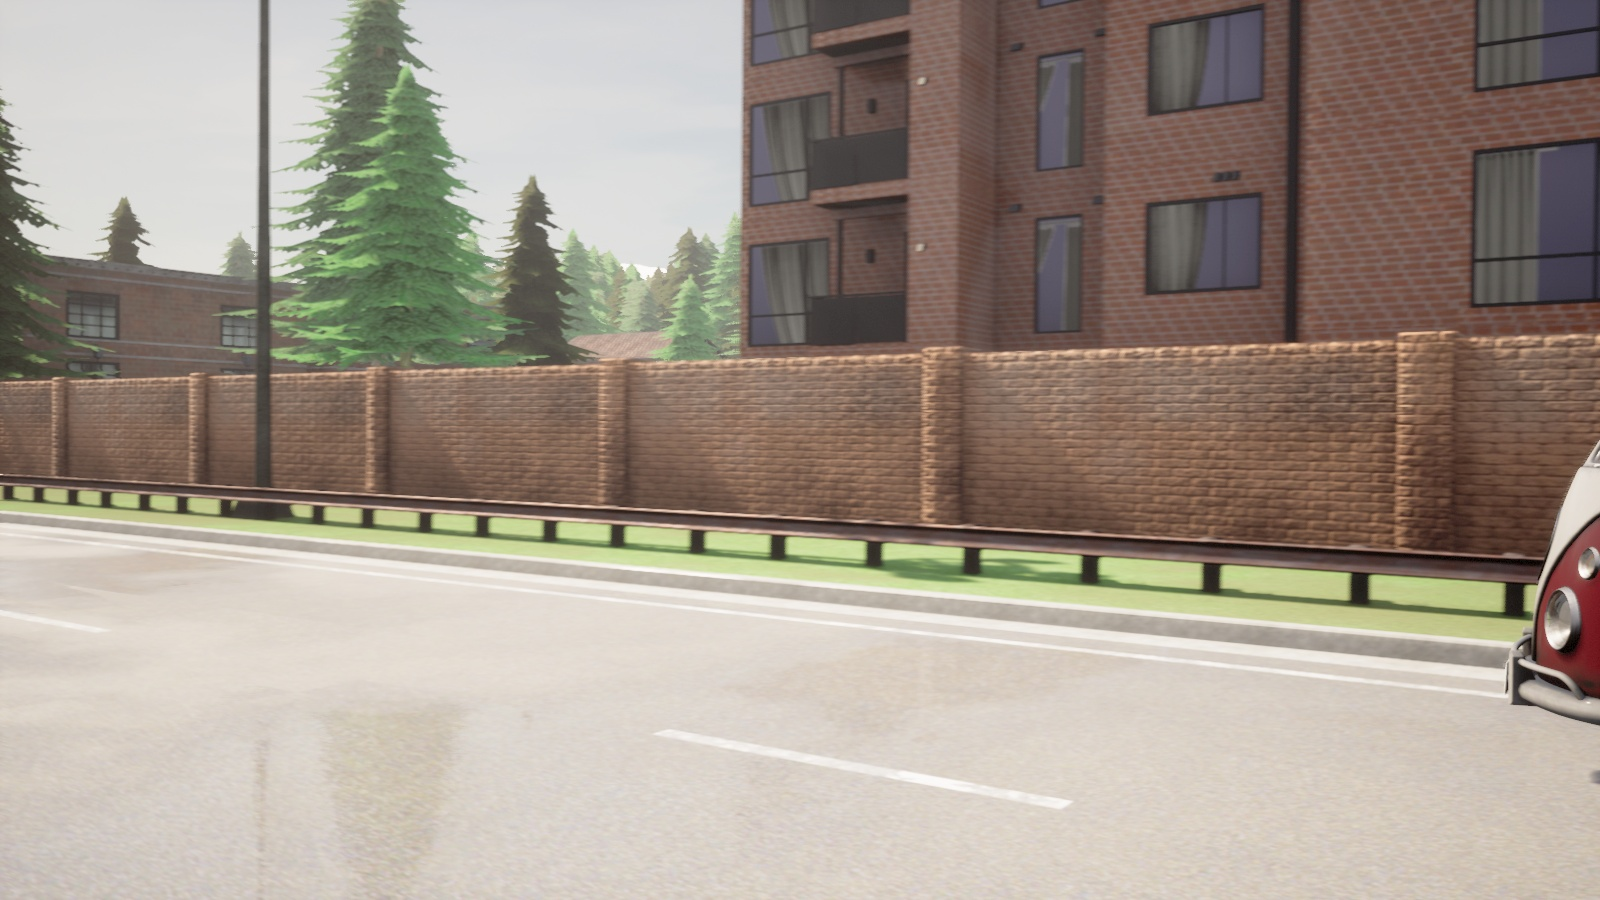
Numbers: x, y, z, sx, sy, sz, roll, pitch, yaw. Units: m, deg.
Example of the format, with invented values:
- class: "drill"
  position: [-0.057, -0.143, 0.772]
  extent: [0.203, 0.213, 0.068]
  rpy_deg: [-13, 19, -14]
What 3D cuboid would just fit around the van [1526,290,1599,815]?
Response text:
- class: "van"
  position: [5.164, 0.377, 4.389]
  extent: [4.442, 1.987, 1.775]
  rpy_deg: [0, 1, 34]
